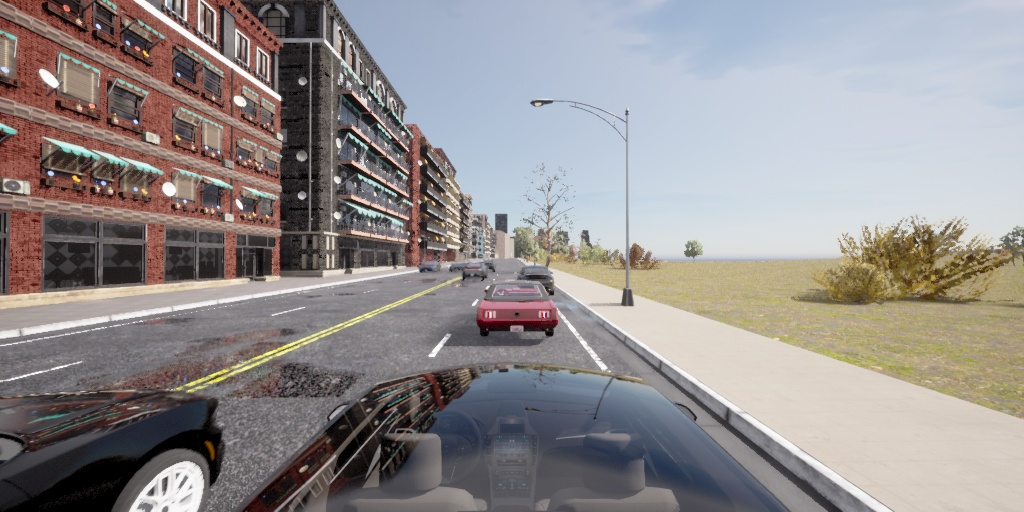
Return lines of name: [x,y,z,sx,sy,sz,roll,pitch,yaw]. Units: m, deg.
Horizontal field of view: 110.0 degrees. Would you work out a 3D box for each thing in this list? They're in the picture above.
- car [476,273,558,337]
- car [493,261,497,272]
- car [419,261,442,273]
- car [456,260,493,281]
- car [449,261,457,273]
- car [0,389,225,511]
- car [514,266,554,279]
car: [0.131,1.352,10.305,1.895,1.301,4.718,0,0,0]
car: [-2.977,1.254,45.461,1.837,1.490,4.892,0,-1,0]
car: [-9.693,1.299,43.153,2.033,1.411,5.357,0,0,0]
car: [-3.042,1.243,30.153,2.128,1.511,4.902,0,0,0]
car: [-6.439,1.315,43.876,1.994,1.385,4.181,0,0,0]
car: [-3.158,1.227,0.709,1.882,1.535,5.008,0,0,0]
car: [1.204,1.257,19.505,1.837,1.490,4.892,0,0,0]
